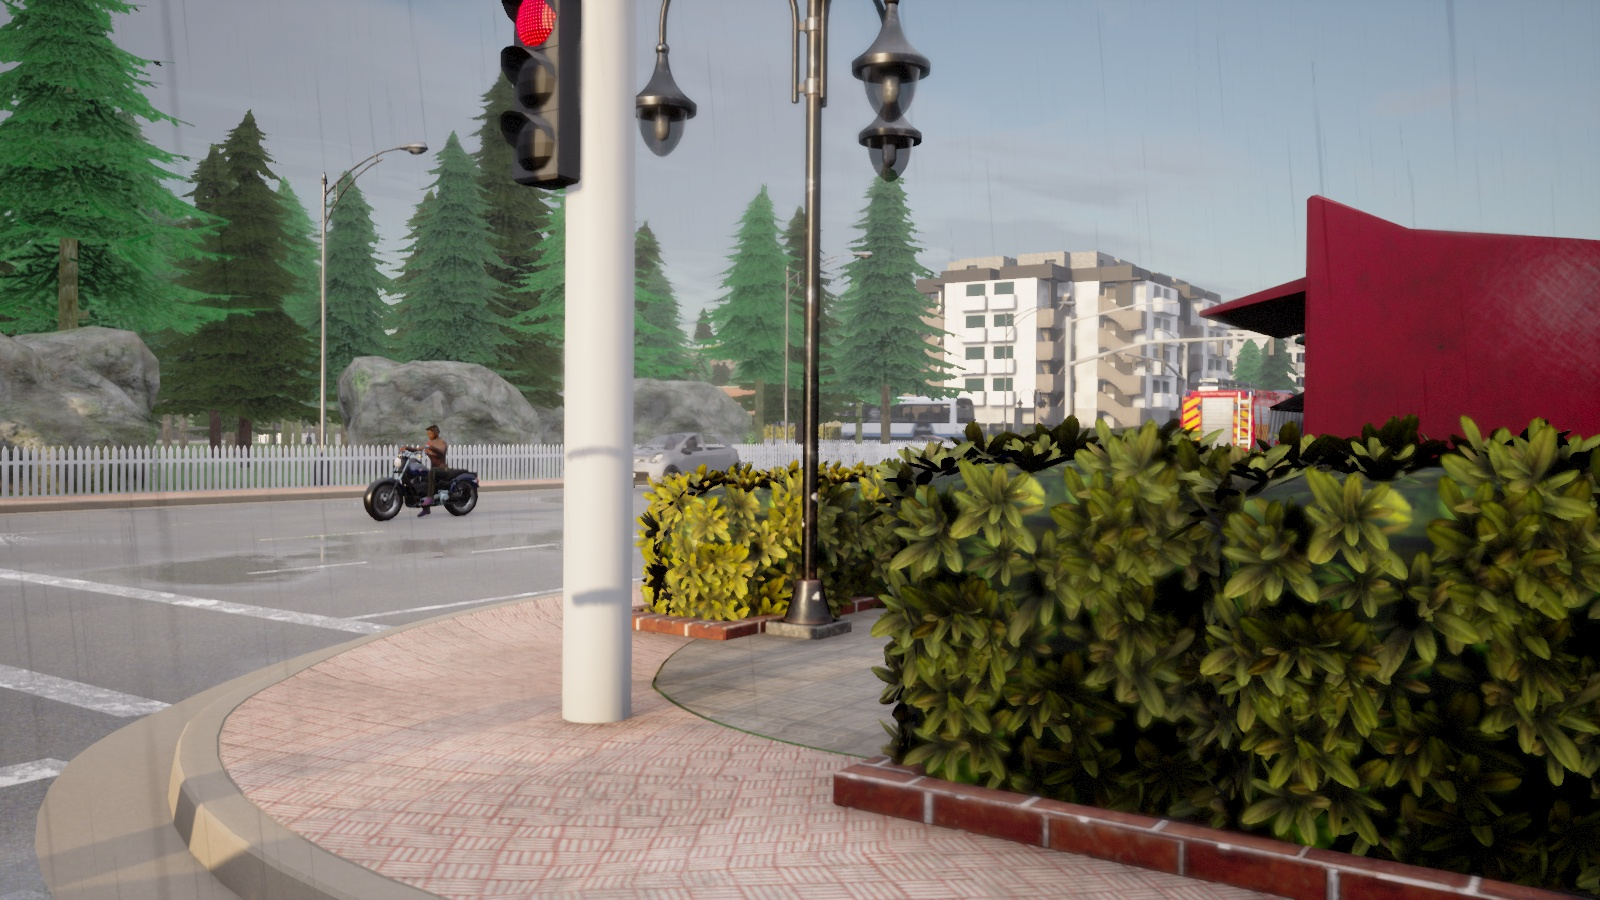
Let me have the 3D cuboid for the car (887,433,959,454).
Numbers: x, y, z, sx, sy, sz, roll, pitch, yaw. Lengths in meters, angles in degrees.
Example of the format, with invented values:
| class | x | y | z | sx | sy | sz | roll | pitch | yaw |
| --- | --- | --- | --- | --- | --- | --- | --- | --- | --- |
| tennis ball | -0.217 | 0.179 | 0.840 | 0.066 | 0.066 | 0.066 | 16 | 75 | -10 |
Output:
| class | x | y | z | sx | sy | sz | roll | pitch | yaw |
| --- | --- | --- | --- | --- | --- | --- | --- | --- | --- |
| car | 8.617 | -0.479 | 88.159 | 4.674 | 1.442 | 1.812 | 0 | 1 | 35 |

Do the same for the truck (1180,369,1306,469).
| class | x | y | z | sx | sy | sz | roll | pitch | yaw |
| --- | --- | --- | --- | --- | --- | --- | --- | --- | --- |
| truck | 18.602 | -1.264 | 52.369 | 2.891 | 3.827 | 8.468 | 0 | 1 | 34 |

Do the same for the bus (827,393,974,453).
| class | x | y | z | sx | sy | sz | roll | pitch | yaw |
| --- | --- | --- | --- | --- | --- | --- | --- | --- | --- |
| bus | 7.362 | -1.941 | 93.322 | 10.273 | 4.253 | 3.944 | 0 | 1 | 35 |

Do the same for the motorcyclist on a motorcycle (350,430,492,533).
| class | x | y | z | sx | sy | sz | roll | pitch | yaw |
| --- | --- | --- | --- | --- | --- | --- | --- | --- | --- |
| motorcyclist on a motorcycle | -6.448 | 0.498 | 21.519 | 0.766 | 1.649 | 2.350 | 0 | 1 | 34 |

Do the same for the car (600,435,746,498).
| class | x | y | z | sx | sy | sz | roll | pitch | yaw |
| --- | --- | --- | --- | --- | --- | --- | --- | --- | --- |
| car | -3.232 | 0.381 | 32.537 | 1.845 | 1.501 | 3.633 | 0 | 1 | 34 |
